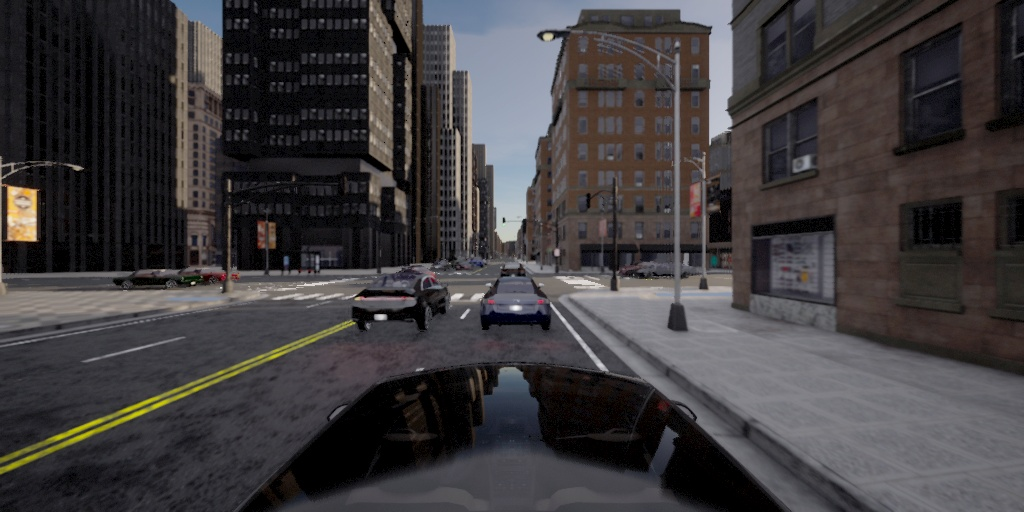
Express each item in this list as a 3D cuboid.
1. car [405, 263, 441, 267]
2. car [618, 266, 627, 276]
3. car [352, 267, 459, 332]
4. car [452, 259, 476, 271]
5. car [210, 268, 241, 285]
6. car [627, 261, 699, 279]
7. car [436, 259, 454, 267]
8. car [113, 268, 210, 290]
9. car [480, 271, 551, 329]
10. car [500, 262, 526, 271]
[{"bbox_3d":[-7.440,1.398,26.954,1.994,1.385,4.181,0,0,-40],"label":"car"},{"bbox_3d":[12.588,1.224,34.535,4.674,1.442,1.812,-1,0,-1],"label":"car"},{"bbox_3d":[-3.153,1.262,11.027,2.128,1.511,4.902,0,0,0],"label":"car"},{"bbox_3d":[-6.587,1.428,49.646,1.994,1.385,4.181,0,0,0],"label":"car"},{"bbox_3d":[-23.856,1.565,27.707,4.718,1.301,1.895,0,0,0],"label":"car"},{"bbox_3d":[13.265,1.238,31.289,5.357,1.411,2.033,-1,0,0],"label":"car"},{"bbox_3d":[-9.837,1.356,49.772,2.128,1.511,4.902,0,0,0],"label":"car"},{"bbox_3d":[-23.938,1.565,24.457,4.718,1.301,1.895,0,0,0],"label":"car"},{"bbox_3d":[0.098,1.335,11.368,1.994,1.385,4.181,0,0,0],"label":"car"},{"bbox_3d":[0.084,1.258,28.835,1.882,1.535,5.008,0,0,0],"label":"car"}]
